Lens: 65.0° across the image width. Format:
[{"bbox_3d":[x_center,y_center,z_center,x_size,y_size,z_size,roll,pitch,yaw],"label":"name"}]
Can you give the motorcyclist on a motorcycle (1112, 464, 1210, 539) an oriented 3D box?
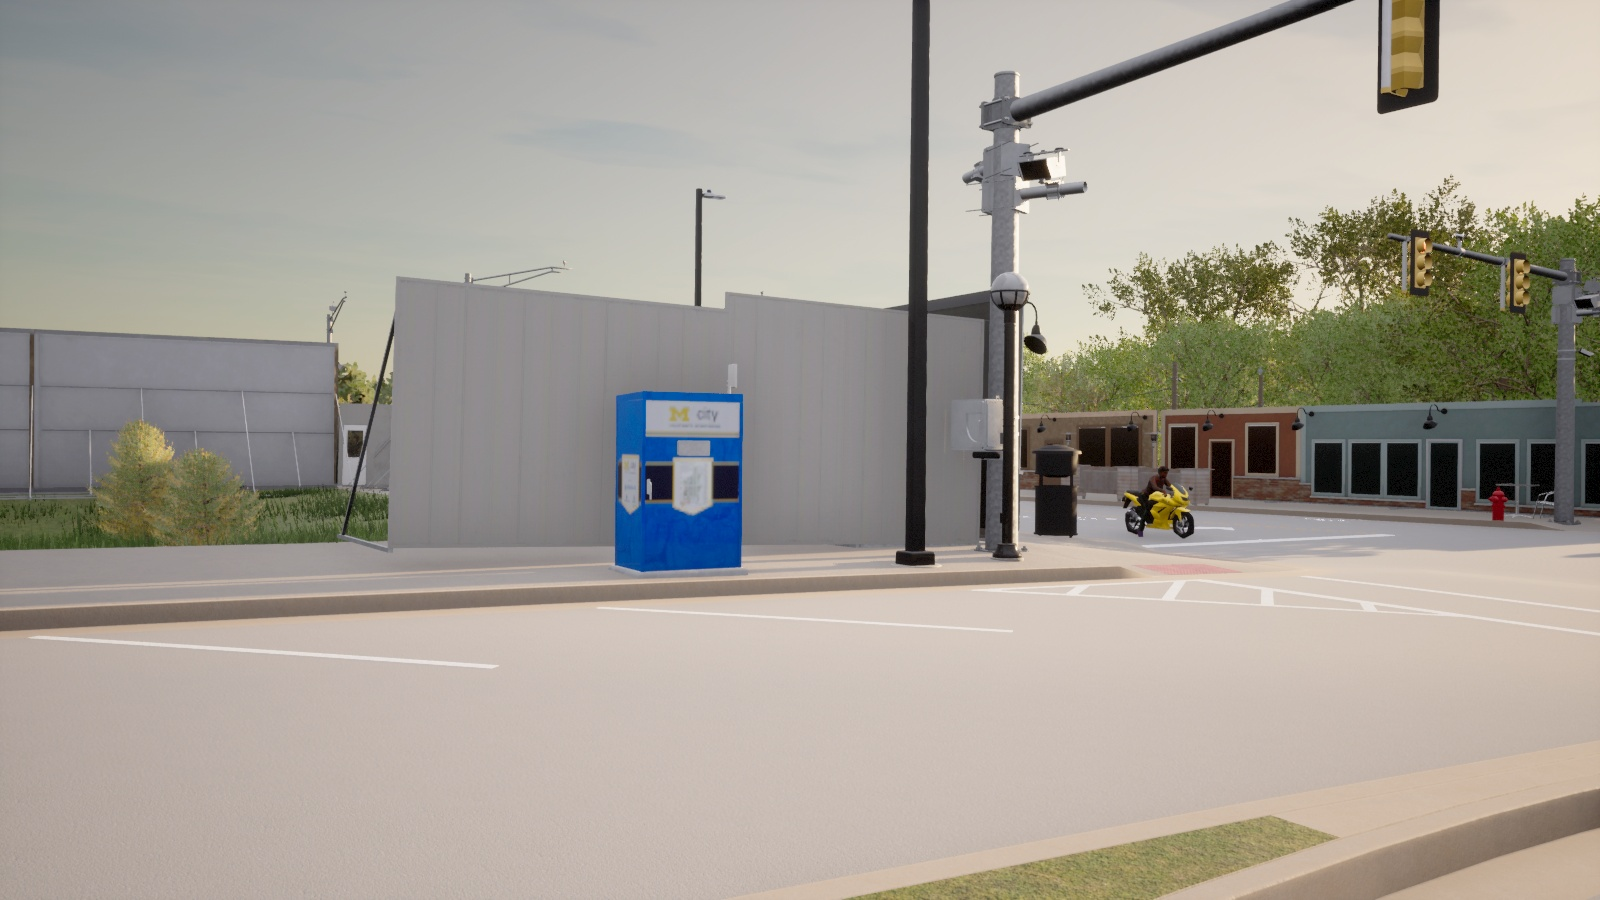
[{"bbox_3d":[7.667,1.065,26.779,0.797,1.523,2.044,0,0,-29],"label":"motorcyclist on a motorcycle"}]
